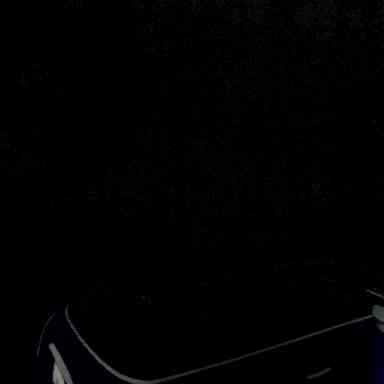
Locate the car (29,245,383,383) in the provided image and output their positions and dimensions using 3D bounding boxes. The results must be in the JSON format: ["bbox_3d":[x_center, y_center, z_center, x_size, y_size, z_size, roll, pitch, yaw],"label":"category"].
[{"bbox_3d":[0.829,1.382,3.534,4.553,1.767,2.097,1,0,-33],"label":"car"}]
